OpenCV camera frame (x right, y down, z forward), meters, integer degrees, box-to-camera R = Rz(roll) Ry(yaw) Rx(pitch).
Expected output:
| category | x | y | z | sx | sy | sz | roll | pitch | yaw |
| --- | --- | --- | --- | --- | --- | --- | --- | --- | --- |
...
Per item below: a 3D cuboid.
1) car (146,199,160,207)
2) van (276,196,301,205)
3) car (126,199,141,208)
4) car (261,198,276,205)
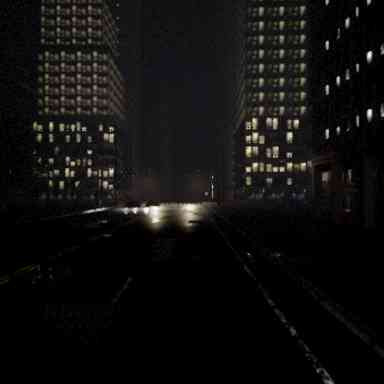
| category | x | y | z | sx | sy | sz | roll | pitch | yaw |
| --- | --- | --- | --- | --- | --- | --- | --- | --- | --- |
| car | -6.462 | 1.882 | 55.031 | 1.895 | 1.301 | 4.718 | 0 | 0 | 0 |
| van | 18.405 | 1.700 | 62.588 | 3.998 | 1.788 | 1.690 | 0 | 0 | 2 |
| car | -9.709 | 1.886 | 55.421 | 1.895 | 1.301 | 4.718 | 0 | 0 | 0 |
| car | 17.140 | 1.929 | 70.760 | 4.829 | 1.417 | 1.752 | 0 | 0 | 2 |
